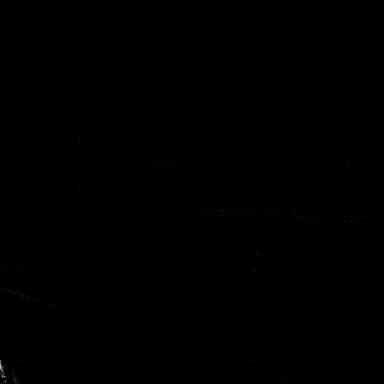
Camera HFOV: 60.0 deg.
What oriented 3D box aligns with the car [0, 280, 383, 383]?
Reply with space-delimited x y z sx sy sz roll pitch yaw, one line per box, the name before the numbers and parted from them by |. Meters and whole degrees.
car | -0.192 1.553 3.100 4.313 1.339 1.947 0 0 36
